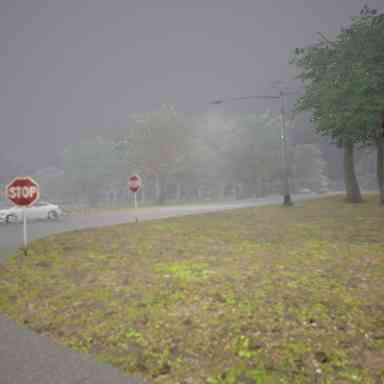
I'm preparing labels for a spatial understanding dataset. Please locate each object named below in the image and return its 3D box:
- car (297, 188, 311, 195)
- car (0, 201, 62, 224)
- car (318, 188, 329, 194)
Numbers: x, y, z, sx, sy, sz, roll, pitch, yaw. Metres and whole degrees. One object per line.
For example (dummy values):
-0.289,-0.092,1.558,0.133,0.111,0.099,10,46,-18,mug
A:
26.319,-0.156,78.347,2.097,1.767,4.553,-4,-1,34,car
-11.349,1.360,22.985,1.812,1.442,4.674,-4,-1,34,car
30.824,-0.242,77.972,2.128,1.511,4.902,-3,-1,29,car
